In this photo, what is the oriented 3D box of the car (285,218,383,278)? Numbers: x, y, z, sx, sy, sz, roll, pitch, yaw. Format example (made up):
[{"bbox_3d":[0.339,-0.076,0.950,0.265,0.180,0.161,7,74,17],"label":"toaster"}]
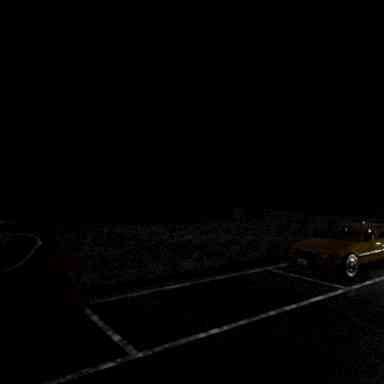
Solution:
[{"bbox_3d":[4.849,1.512,10.111,4.829,1.417,1.752,0,0,-36],"label":"car"}]

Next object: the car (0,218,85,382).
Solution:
[{"bbox_3d":[-3.848,1.317,3.908,5.009,1.841,2.192,0,0,-36],"label":"car"}]
